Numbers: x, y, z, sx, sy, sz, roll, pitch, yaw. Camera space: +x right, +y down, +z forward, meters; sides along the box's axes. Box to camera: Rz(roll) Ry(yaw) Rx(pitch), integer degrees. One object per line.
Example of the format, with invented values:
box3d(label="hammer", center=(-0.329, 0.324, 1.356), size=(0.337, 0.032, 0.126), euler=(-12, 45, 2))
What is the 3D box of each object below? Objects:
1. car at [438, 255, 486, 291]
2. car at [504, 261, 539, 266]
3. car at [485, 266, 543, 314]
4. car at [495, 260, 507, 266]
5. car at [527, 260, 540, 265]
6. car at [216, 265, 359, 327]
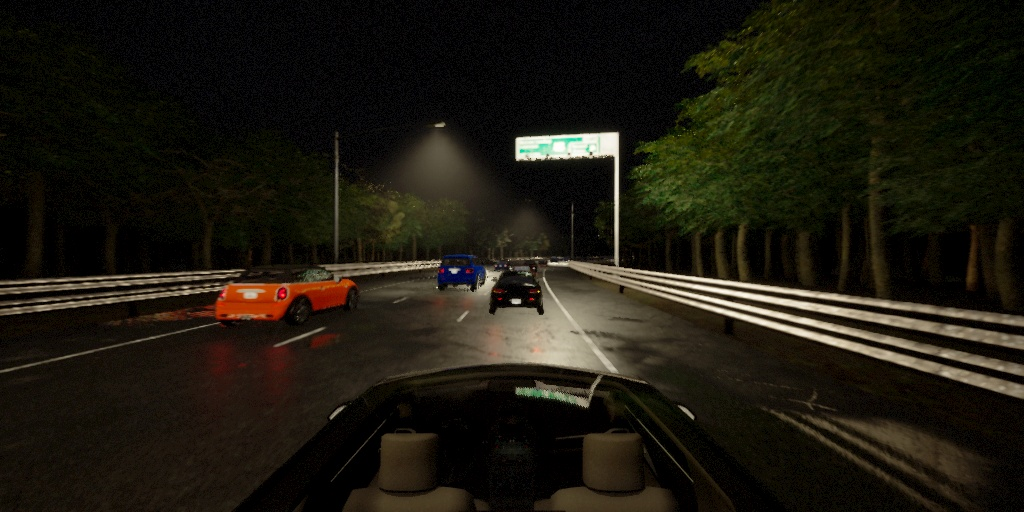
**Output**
box3d(label="car", center=(-2.957, 0.963, 22.019), size=(2.150, 2.045, 5.566), euler=(0, 0, 3))
box3d(label="car", center=(0.759, 1.311, 26.317), size=(1.994, 1.385, 4.181), euler=(0, 0, 3))
box3d(label="car", center=(0.203, 1.276, 13.696), size=(1.812, 1.442, 4.674), euler=(0, 0, 2))
box3d(label="car", center=(-1.112, 1.278, 47.176), size=(2.033, 1.411, 5.357), euler=(0, 0, 7))
box3d(label="car", center=(2.243, 1.266, 44.953), size=(1.812, 1.442, 4.674), euler=(0, 0, 6))
box3d(label="car", center=(-6.763, 1.071, 11.478), size=(2.097, 1.767, 4.553), euler=(0, 0, 1))
